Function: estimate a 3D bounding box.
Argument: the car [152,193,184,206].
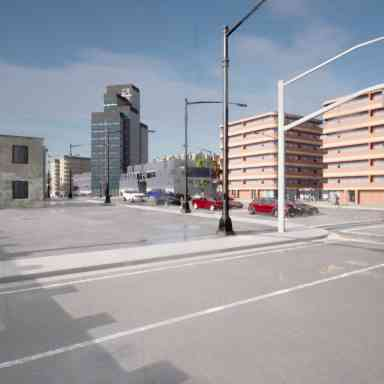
[{"bbox_3d":[-3.163,1.157,44.402,1.994,1.385,4.181,0,1,-34],"label":"car"}]

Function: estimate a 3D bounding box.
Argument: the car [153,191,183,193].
[{"bbox_3d":[-3.806,1.008,51.558,1.812,1.442,4.674,0,1,-34],"label":"car"}]

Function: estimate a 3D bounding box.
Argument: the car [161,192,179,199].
[{"bbox_3d":[-4.676,0.661,71.557,1.994,1.385,4.181,0,1,-34],"label":"car"}]

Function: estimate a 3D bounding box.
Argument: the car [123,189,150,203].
[{"bbox_3d":[-9.299,0.624,53.431,2.150,2.045,5.566,0,1,-33],"label":"car"}]

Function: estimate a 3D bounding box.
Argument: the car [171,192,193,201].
[{"bbox_3d":[-1.919,0.862,61.434,1.837,1.490,4.892,0,1,-34],"label":"car"}]

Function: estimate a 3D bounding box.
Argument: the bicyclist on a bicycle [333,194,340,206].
[{"bbox_3d":[19.976,1.094,45.979,1.656,1.620,0.582,0,1,-34],"label":"bicyclist on a bicycle"}]

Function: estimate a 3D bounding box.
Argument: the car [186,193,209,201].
[{"bbox_3d":[0.964,0.959,63.321,1.895,1.301,4.718,0,1,-34],"label":"car"}]

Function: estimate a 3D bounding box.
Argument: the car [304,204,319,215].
[{"bbox_3d":[9.492,1.413,32.096,2.033,1.411,5.357,0,1,-35],"label":"car"}]

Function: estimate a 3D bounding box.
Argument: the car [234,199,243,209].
[{"bbox_3d":[4.143,1.256,39.912,1.812,1.442,4.674,0,1,-34],"label":"car"}]

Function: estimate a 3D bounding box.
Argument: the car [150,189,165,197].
[{"bbox_3d":[-7.580,0.334,69.602,2.150,2.045,5.566,0,1,-34],"label":"car"}]

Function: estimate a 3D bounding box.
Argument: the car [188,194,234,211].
[{"bbox_3d":[1.962,1.229,36.894,1.882,1.535,5.008,0,1,-34],"label":"car"}]

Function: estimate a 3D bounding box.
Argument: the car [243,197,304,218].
[{"bbox_3d":[7.111,1.231,29.387,2.097,1.767,4.553,0,1,-34],"label":"car"}]
